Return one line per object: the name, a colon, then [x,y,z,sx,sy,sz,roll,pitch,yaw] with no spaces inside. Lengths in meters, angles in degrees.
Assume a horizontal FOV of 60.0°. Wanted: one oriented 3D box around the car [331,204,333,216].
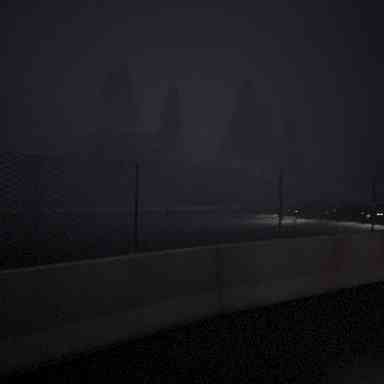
car: [13.102,1.471,28.095,4.902,1.511,2.128,1,0,-28]
